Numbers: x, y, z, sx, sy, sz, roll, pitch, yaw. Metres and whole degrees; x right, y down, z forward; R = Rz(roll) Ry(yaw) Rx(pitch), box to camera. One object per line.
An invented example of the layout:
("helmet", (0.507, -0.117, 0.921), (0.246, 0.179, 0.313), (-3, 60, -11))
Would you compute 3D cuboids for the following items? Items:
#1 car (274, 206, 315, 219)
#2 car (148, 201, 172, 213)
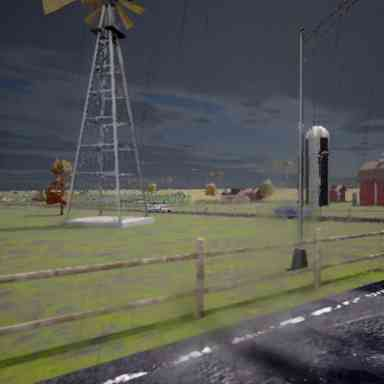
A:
("car", (12.670, 2.469, 41.182), (1.882, 1.535, 5.008), (0, 1, -44))
("car", (-6.111, 2.724, 62.000), (2.150, 2.045, 5.566), (0, -1, -41))
